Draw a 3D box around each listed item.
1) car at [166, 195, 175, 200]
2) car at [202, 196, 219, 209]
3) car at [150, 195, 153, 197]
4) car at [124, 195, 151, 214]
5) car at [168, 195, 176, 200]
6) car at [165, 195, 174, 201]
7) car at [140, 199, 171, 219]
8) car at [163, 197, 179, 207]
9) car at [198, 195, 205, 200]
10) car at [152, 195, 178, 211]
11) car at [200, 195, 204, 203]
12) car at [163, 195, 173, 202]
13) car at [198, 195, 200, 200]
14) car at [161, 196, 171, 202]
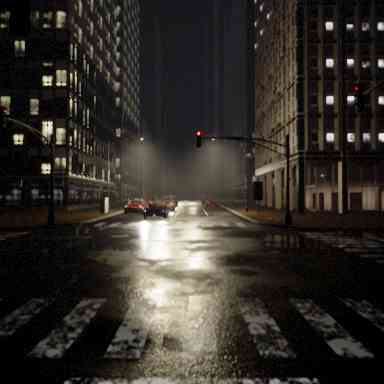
[{"bbox_3d":[-5.699,1.517,89.733,2.008,1.369,4.403,1,0,0],"label":"car"},{"bbox_3d":[2.692,1.564,45.195,1.802,1.307,4.206,1,0,0],"label":"car"},{"bbox_3d":[-5.683,1.297,45.131,2.192,1.841,5.009,1,0,0],"label":"car"},{"bbox_3d":[-5.682,1.426,33.981,1.967,1.590,4.097,1,0,0],"label":"car"},{"bbox_3d":[-5.701,1.530,95.308,1.947,1.339,4.313,1,0,0],"label":"car"},{"bbox_3d":[-5.698,1.513,84.158,1.887,1.381,4.507,1,0,0],"label":"car"},{"bbox_3d":[-3.071,1.589,28.852,1.895,1.301,4.718,0,0,-1],"label":"car"},{"bbox_3d":[-3.098,1.472,50.304,2.128,1.511,4.902,0,0,0],"label":"car"},{"bbox_3d":[2.680,1.509,95.391,1.887,1.381,4.507,1,0,0],"label":"car"},{"bbox_3d":[-3.097,1.336,39.339,2.097,1.767,4.553,0,0,0],"label":"car"},{"bbox_3d":[2.691,1.503,56.521,1.752,1.417,4.829,1,0,0],"label":"car"},{"bbox_3d":[-5.696,1.520,78.582,2.008,1.369,4.403,1,0,0],"label":"car"},{"bbox_3d":[2.688,1.542,61.928,1.947,1.339,4.313,1,0,0],"label":"car"},{"bbox_3d":[-5.695,1.516,73.007,1.887,1.381,4.507,1,0,0],"label":"car"}]
